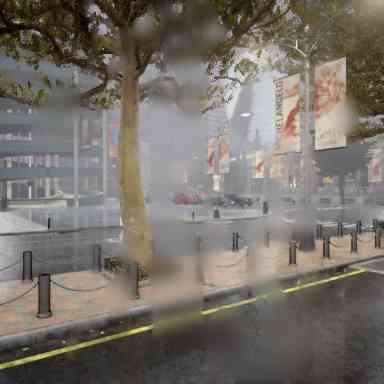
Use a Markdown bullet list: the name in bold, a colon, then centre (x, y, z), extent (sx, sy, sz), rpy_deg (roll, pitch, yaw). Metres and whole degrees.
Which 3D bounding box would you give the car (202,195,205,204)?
- **car**: centre (1.486, 1.352, 60.933), extent (2.097, 1.767, 4.553), rpy_deg (0, 0, -37)

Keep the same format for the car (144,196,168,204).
- **car**: centre (-7.692, 1.505, 66.427), extent (4.892, 1.490, 1.837), rpy_deg (0, 0, 43)

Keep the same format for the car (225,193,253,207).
- **car**: centre (7.184, 1.221, 53.067), extent (2.150, 2.045, 5.566), rpy_deg (0, 0, -36)

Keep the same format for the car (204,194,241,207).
- **car**: centre (4.572, 1.491, 50.696), extent (2.128, 1.511, 4.902), rpy_deg (0, 0, -35)

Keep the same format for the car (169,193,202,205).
- **car**: centre (-1.175, 1.221, 58.707), extent (2.150, 2.045, 5.566), rpy_deg (0, 0, -36)
